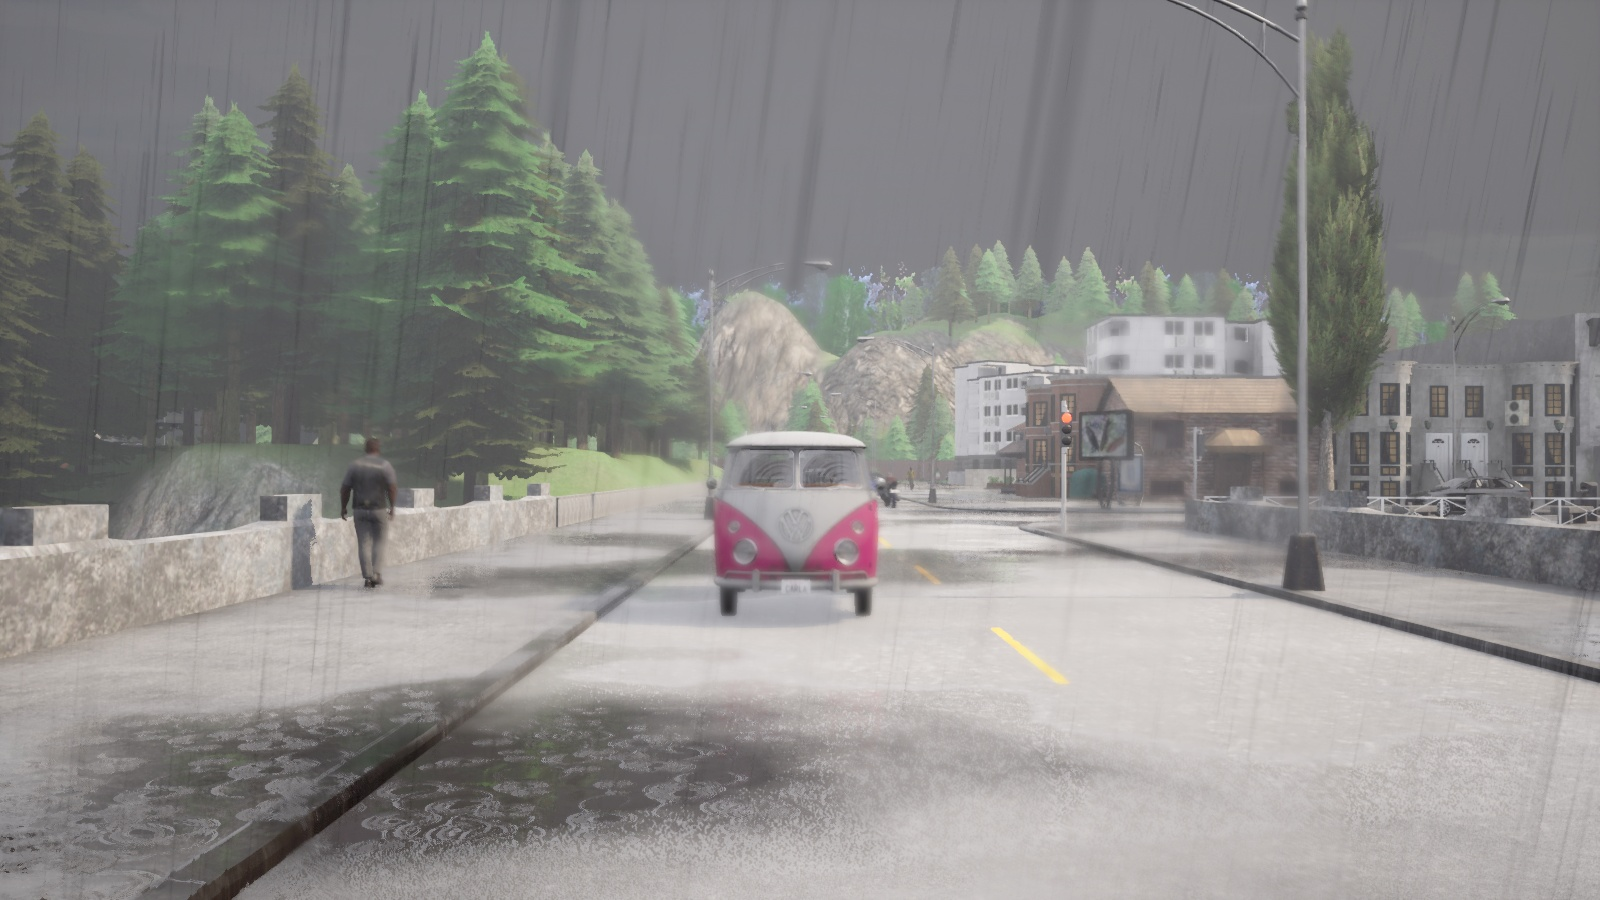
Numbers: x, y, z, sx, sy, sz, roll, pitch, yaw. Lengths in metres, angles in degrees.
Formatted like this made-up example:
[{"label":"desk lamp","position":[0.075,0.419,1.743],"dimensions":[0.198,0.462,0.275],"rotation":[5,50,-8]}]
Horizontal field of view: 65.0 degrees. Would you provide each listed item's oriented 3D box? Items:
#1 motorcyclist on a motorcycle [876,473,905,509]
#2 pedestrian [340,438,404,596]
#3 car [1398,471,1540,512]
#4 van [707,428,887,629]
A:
[{"label":"motorcyclist on a motorcycle","position":[3.843,1.728,53.415],"dimensions":[0.866,1.530,2.191],"rotation":[1,-1,-6]},{"label":"pedestrian","position":[-5.243,0.804,15.425],"dimensions":[0.563,1.883,0.849],"rotation":[0,-1,-6]},{"label":"car","position":[24.318,1.497,45.737],"dimensions":[4.193,1.474,1.816],"rotation":[0,-1,0]},{"label":"van","position":[-0.037,0.814,14.704],"dimensions":[1.775,1.987,4.442],"rotation":[0,-1,0]}]
